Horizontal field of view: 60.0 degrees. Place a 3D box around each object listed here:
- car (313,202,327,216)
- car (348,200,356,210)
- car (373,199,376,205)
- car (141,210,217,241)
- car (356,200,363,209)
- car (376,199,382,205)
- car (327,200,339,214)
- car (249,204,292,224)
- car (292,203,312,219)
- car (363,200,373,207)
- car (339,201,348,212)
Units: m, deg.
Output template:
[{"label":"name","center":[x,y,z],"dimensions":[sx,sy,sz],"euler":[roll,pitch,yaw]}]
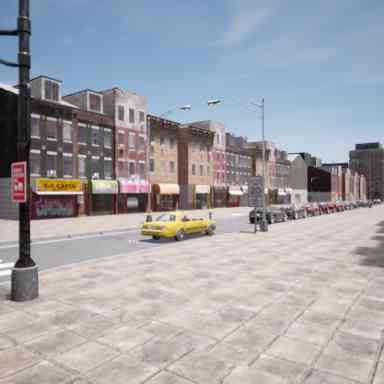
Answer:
[{"label":"car","center":[12.485,1.822,35.165],"dimensions":[1.802,1.307,4.206],"euler":[-1,-1,35]},{"label":"car","center":[22.283,1.953,48.907],"dimensions":[2.008,1.369,4.403],"euler":[-1,-1,35]},{"label":"car","center":[35.346,2.213,67.229],"dimensions":[1.887,1.381,4.507],"euler":[-1,-2,35]},{"label":"car","center":[-0.480,1.599,16.982],"dimensions":[1.752,1.417,4.829],"euler":[-1,-1,35]},{"label":"car","center":[25.549,2.014,53.488],"dimensions":[2.008,1.369,4.403],"euler":[-1,-1,35]},{"label":"car","center":[45.144,2.461,80.968],"dimensions":[2.008,1.369,4.403],"euler":[-2,-2,35]},{"label":"car","center":[15.751,1.835,39.746],"dimensions":[1.887,1.381,4.507],"euler":[-1,-1,35]},{"label":"car","center":[5.954,1.716,26.005],"dimensions":[1.947,1.339,4.313],"euler":[-1,-1,35]},{"label":"car","center":[9.219,1.744,30.585],"dimensions":[2.008,1.369,4.403],"euler":[-1,-1,35]},{"label":"car","center":[32.082,2.148,62.649],"dimensions":[2.008,1.369,4.403],"euler":[-1,-1,35]},{"label":"car","center":[19.016,1.785,44.329],"dimensions":[1.967,1.590,4.097],"euler":[-1,-1,35]}]
